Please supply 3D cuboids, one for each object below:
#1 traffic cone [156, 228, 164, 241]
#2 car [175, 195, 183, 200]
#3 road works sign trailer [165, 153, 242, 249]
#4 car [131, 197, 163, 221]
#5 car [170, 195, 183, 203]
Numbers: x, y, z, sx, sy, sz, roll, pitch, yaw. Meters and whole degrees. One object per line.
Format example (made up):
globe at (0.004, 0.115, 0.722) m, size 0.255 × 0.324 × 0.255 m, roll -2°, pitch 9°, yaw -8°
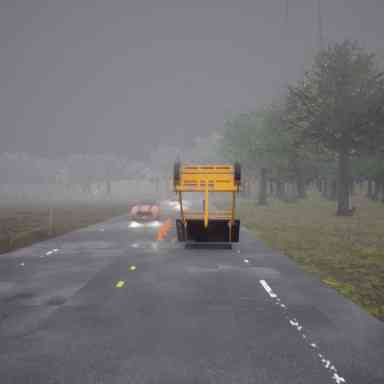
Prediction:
traffic cone at (-1.467, 1.942, 15.334) m, size 0.340 × 0.580 × 0.340 m, roll 0°, pitch 0°, yaw 0°
car at (-3.377, 1.406, 88.297) m, size 1.895 × 1.301 × 4.718 m, roll 0°, pitch 0°, yaw 0°
road works sign trailer at (0.548, 0.920, 11.782) m, size 2.380 × 3.560 × 2.880 m, roll 0°, pitch 45°, yaw 4°
car at (-3.563, 1.326, 27.071) m, size 2.097 × 1.767 × 4.553 m, roll 0°, pitch 0°, yaw 0°
car at (-3.411, 1.400, 67.967) m, size 1.837 × 1.490 × 4.892 m, roll 0°, pitch 0°, yaw 0°
